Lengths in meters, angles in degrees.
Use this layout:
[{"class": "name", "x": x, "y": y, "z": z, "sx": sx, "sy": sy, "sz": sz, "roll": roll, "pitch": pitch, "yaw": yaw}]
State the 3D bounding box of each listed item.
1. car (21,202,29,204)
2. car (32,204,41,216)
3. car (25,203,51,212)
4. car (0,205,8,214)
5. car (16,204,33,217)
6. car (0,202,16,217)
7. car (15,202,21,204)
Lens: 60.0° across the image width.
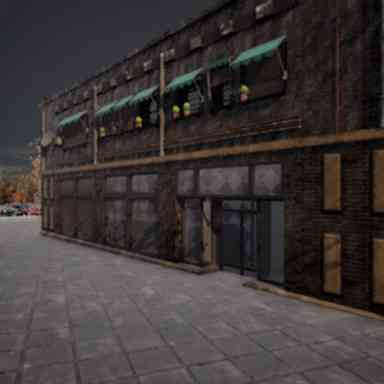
[{"class": "car", "x": -23.741, "y": 2.854, "z": 51.928, "sx": 4.553, "sy": 1.767, "sz": 2.185, "roll": 0, "pitch": -2, "yaw": 18}, {"class": "car", "x": -24.602, "y": 2.905, "z": 49.273, "sx": 4.792, "sy": 1.488, "sz": 2.163, "roll": 0, "pitch": -2, "yaw": 18}, {"class": "car", "x": -31.923, "y": 3.226, "z": 69.060, "sx": 4.553, "sy": 1.767, "sz": 2.185, "roll": 0, "pitch": -1, "yaw": 18}, {"class": "car", "x": -35.169, "y": 3.050, "z": 58.381, "sx": 5.366, "sy": 1.575, "sz": 1.946, "roll": 0, "pitch": -2, "yaw": 18}, {"class": "car", "x": -25.408, "y": 2.792, "z": 46.606, "sx": 4.792, "sy": 1.488, "sz": 2.163, "roll": 0, "pitch": -2, "yaw": 18}, {"class": "car", "x": -26.265, "y": 2.517, "z": 43.963, "sx": 4.553, "sy": 1.767, "sz": 2.185, "roll": 0, "pitch": -3, "yaw": 18}, {"class": "car", "x": -34.488, "y": 3.139, "z": 61.092, "sx": 5.008, "sy": 1.535, "sz": 2.097, "roll": 0, "pitch": -2, "yaw": 18}]
